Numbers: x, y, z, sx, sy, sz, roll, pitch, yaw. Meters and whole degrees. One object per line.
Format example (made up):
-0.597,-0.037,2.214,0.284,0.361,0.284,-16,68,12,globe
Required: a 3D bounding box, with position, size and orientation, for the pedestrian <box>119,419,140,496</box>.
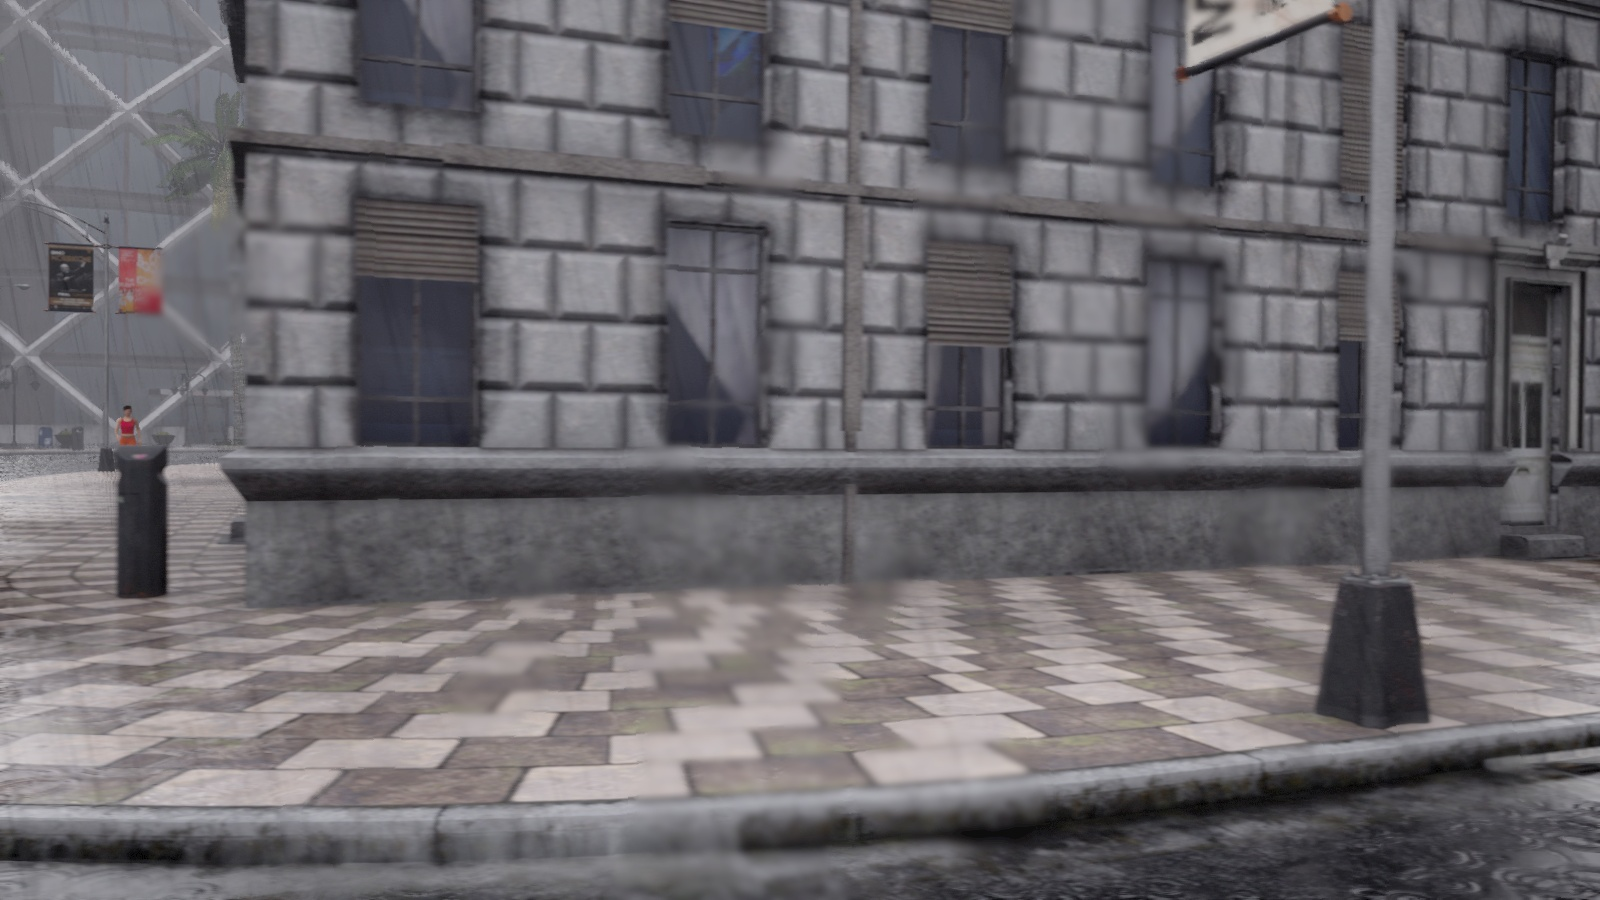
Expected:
-16.102,0.175,30.147,0.345,1.836,0.594,-1,1,-22,pedestrian
